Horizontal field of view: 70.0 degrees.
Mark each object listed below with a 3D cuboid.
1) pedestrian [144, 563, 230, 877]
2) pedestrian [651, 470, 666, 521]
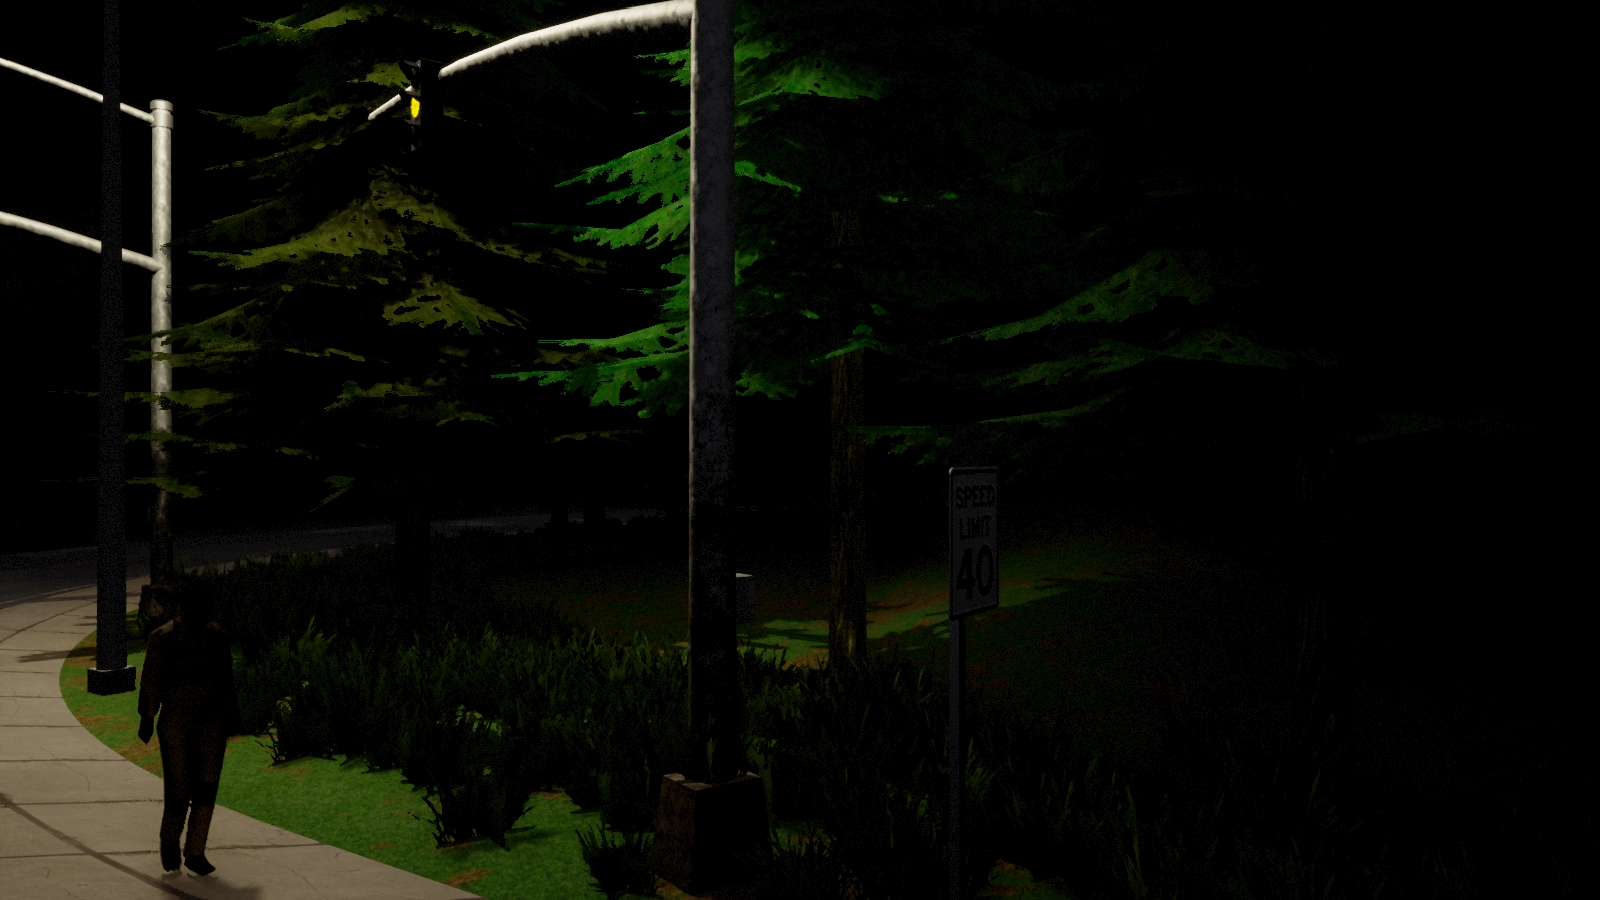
[{"bbox_3d":[-3.871,1.671,7.215,0.375,1.860,0.375,0,0,42],"label":"pedestrian"},{"bbox_3d":[-5.231,1.670,42.181,0.375,1.860,0.375,0,0,38],"label":"pedestrian"}]
